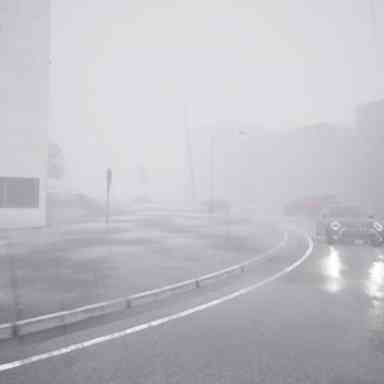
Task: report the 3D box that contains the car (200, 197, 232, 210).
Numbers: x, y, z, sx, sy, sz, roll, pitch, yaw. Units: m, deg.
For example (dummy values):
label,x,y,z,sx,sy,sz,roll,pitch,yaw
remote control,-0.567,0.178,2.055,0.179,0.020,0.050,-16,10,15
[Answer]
label,x,y,z,sx,sy,sz,roll,pitch,yaw
car,2.964,1.405,42.242,1.882,1.535,5.008,2,0,-32

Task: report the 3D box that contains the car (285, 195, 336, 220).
label,x,y,z,sx,sy,sz,roll,pitch,yaw
car,10.310,1.263,28.821,2.150,2.045,5.566,1,-1,-17

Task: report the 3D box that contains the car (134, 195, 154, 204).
label,x,y,z,sx,sy,sz,roll,pitch,yaw
car,-7.489,1.131,52.072,1.994,1.385,4.181,2,1,-32

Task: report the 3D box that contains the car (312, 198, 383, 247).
label,x,y,z,sx,sy,sz,roll,pitch,yaw
car,6.988,1.352,15.108,2.097,1.767,4.553,1,0,13
